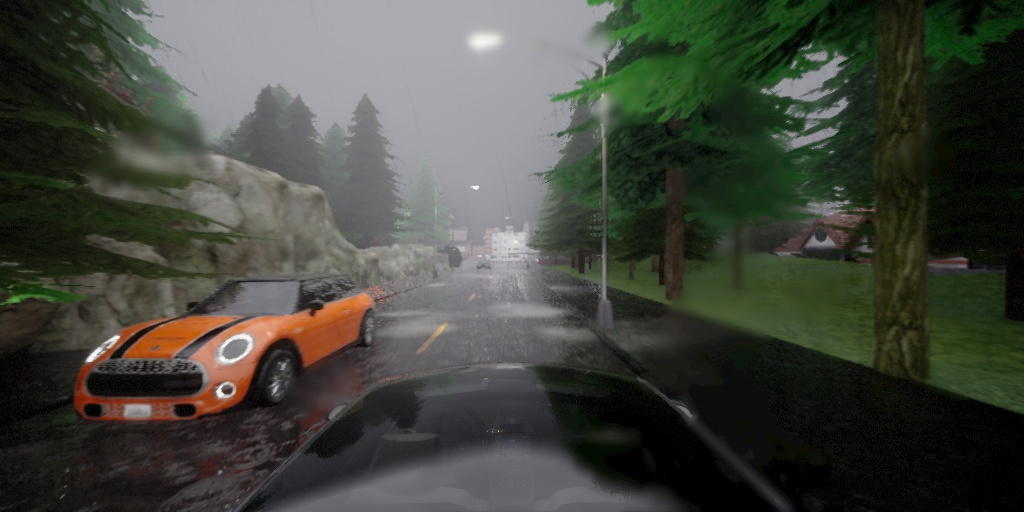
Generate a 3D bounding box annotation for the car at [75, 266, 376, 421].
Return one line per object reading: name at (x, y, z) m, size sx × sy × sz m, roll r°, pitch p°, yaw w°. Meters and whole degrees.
car at (-4.100, 1.101, 6.171) m, size 2.097 × 1.767 × 4.553 m, roll 0°, pitch 0°, yaw 0°

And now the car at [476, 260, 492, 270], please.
car at (-4.059, 1.314, 52.548) m, size 1.994 × 1.385 × 4.181 m, roll 0°, pitch 0°, yaw 1°
